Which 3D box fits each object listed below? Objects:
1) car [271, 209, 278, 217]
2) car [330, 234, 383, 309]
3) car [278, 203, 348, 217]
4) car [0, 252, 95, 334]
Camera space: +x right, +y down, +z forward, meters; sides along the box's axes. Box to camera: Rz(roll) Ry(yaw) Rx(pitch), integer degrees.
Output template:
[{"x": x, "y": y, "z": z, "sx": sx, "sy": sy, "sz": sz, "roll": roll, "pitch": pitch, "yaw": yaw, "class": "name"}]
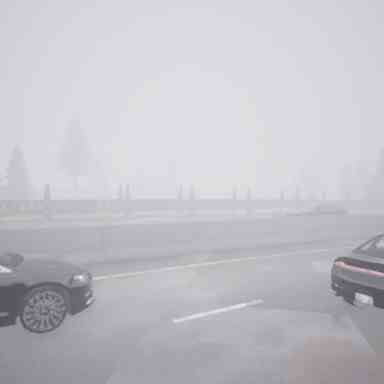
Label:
[{"x": 9.104, "y": 1.688, "z": 28.291, "sx": 4.718, "sy": 1.301, "sz": 1.895, "roll": 1, "pitch": 0, "yaw": -22, "class": "car"}, {"x": 4.863, "y": 1.519, "z": 6.575, "sx": 4.902, "sy": 1.511, "sz": 2.128, "roll": 0, "pitch": 0, "yaw": -30, "class": "car"}, {"x": 9.166, "y": 1.557, "z": 24.499, "sx": 5.008, "sy": 1.535, "sz": 1.882, "roll": 1, "pitch": 0, "yaw": -22, "class": "car"}, {"x": -4.008, "y": 1.453, "z": 5.045, "sx": 4.902, "sy": 1.511, "sz": 2.128, "roll": 0, "pitch": 0, "yaw": -36, "class": "car"}]
